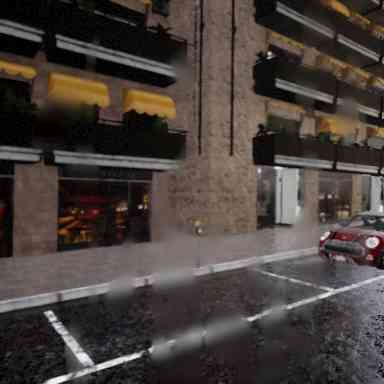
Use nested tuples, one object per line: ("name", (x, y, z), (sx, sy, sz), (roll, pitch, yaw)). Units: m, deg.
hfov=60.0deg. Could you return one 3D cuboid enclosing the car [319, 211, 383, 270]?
("car", (5.934, 1.382, 10.763), (4.097, 1.590, 1.967), (0, 1, -35))
